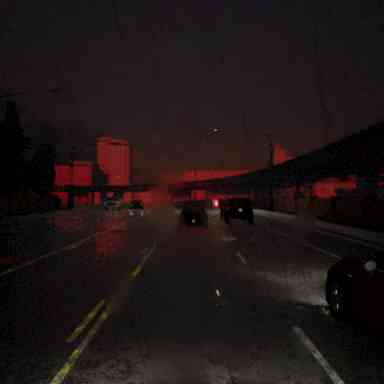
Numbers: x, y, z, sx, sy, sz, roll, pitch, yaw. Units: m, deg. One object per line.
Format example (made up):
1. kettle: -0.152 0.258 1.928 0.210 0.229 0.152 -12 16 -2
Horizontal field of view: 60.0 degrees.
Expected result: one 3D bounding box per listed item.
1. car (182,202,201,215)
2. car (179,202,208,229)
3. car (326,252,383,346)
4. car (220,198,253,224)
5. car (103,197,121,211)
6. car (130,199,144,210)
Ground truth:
1. car: -0.140 1.927 40.160 1.994 1.385 4.181 0 -1 -3
2. car: 0.107 1.688 23.310 1.882 1.535 5.008 0 -1 0
3. car: 3.602 1.394 4.539 2.097 1.767 4.553 0 -1 0
4. car: 3.609 1.469 27.372 2.150 2.045 5.566 0 -1 0
5. car: -11.648 1.683 48.958 2.150 2.045 5.566 0 -1 -8
6. car: -8.544 1.877 51.611 2.097 1.767 4.553 0 -1 -9
